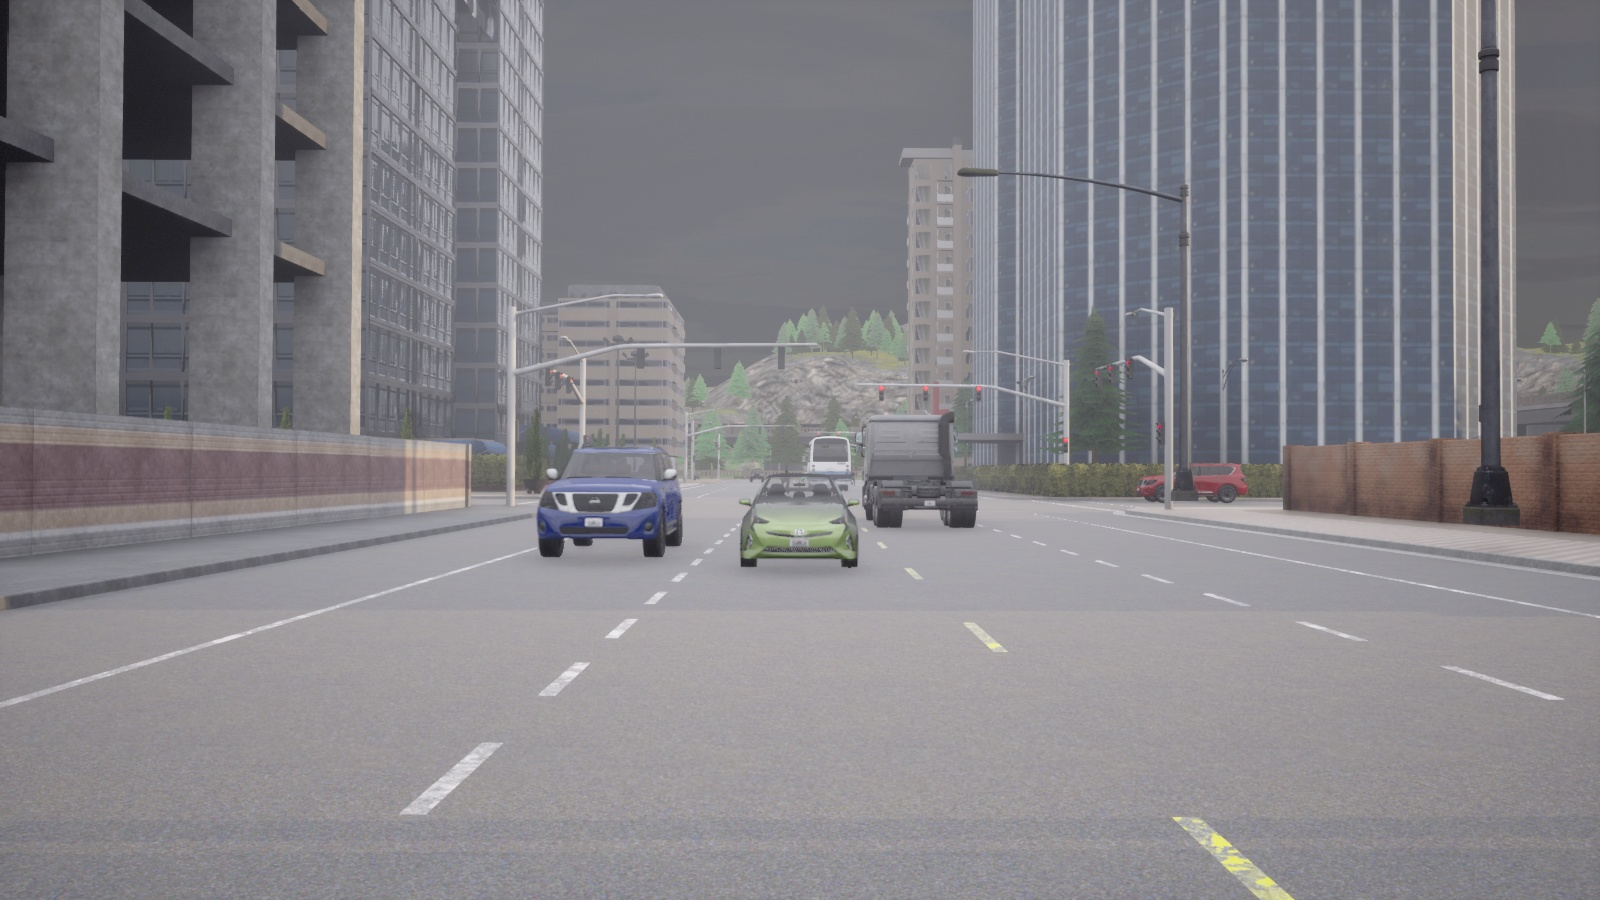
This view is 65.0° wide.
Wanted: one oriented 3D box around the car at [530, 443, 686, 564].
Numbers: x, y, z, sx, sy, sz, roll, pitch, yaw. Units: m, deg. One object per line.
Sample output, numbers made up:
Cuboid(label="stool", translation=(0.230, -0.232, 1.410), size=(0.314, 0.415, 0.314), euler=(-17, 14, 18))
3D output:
Cuboid(label="car", translation=(-3.505, 0.951, 24.084), size=(2.150, 2.045, 5.566), euler=(0, -1, 0))

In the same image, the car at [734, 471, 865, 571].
Cuboid(label="car", translation=(-0.003, 1.122, 21.537), size=(2.007, 1.525, 4.514), euler=(0, -1, 0))

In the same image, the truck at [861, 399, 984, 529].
Cuboid(label="truck", translation=(3.483, 0.448, 37.653), size=(2.891, 3.462, 7.936), euler=(0, -1, 0))

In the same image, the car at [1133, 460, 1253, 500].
Cuboid(label="car", translation=(20.329, 1.543, 65.113), size=(5.566, 2.045, 2.150), euler=(0, -1, -1))
